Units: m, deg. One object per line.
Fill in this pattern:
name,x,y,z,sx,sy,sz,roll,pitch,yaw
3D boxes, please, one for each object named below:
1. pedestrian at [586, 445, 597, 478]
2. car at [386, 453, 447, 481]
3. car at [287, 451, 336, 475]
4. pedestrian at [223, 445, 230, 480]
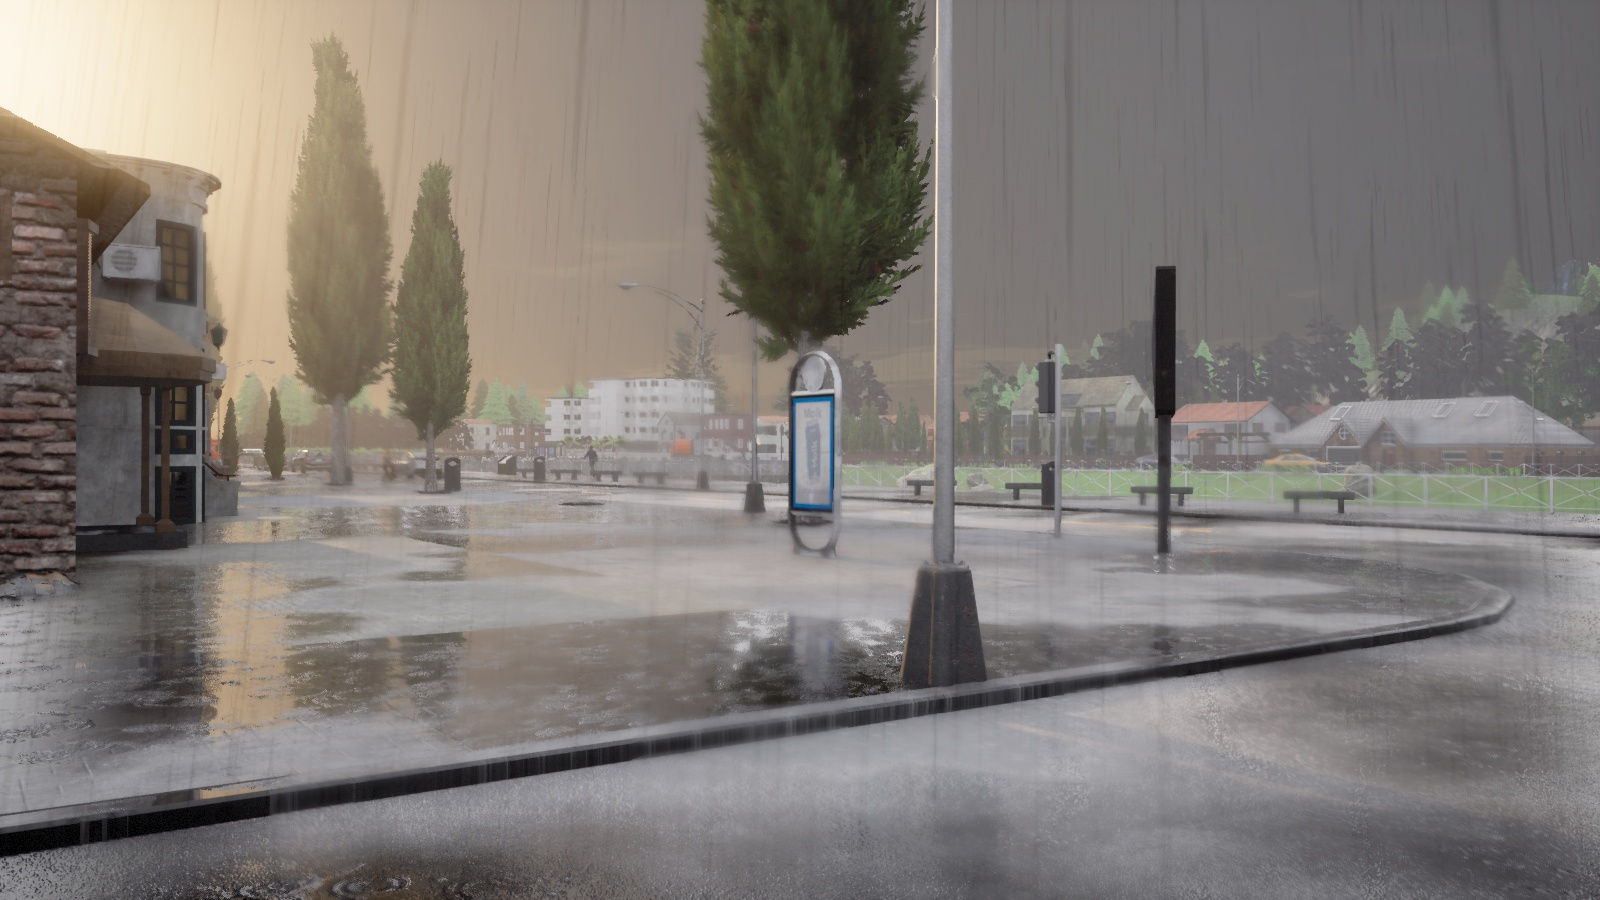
pedestrian,-11.870,0.655,71.578,0.370,1.835,0.726,0,0,-29
car,-21.552,0.910,70.431,2.007,1.525,4.514,0,0,-34
car,-35.044,0.884,90.059,2.242,1.667,4.611,0,0,-34
pedestrian,-30.649,0.684,67.149,0.331,1.846,0.634,0,0,-23
